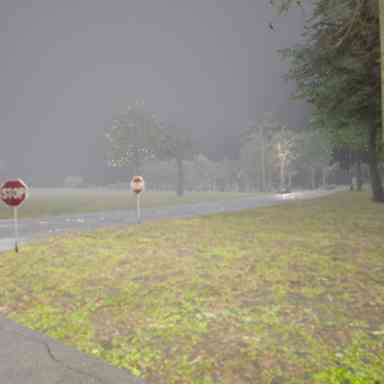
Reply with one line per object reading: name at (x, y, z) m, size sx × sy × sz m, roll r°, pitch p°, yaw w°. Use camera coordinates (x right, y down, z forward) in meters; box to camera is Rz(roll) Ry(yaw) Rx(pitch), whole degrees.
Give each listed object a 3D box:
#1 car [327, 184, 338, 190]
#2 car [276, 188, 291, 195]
car at (36.457, -1.284, 86.258) m, size 2.128 × 1.511 × 4.902 m, roll -2°, pitch 1°, yaw 35°
car at (18.120, -0.158, 65.771) m, size 1.994 × 1.385 × 4.181 m, roll -2°, pitch 1°, yaw 34°
